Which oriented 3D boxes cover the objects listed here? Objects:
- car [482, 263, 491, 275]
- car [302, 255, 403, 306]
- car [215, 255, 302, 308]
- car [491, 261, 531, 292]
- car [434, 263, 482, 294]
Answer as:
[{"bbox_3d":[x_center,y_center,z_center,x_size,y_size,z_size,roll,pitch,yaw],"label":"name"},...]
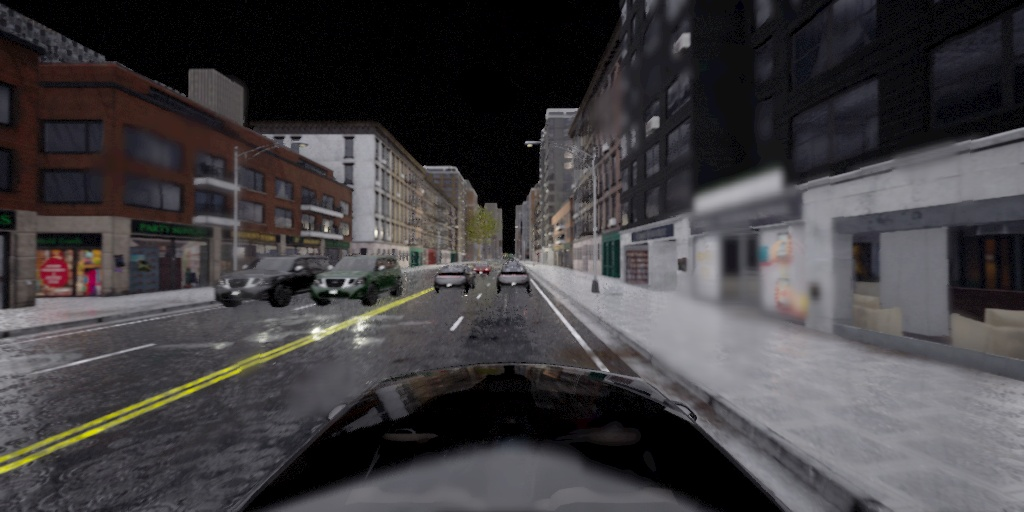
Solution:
[{"bbox_3d":[-3.168,1.386,38.737,1.895,1.301,4.718,0,0,0],"label":"car"},{"bbox_3d":[-6.600,0.981,16.024,2.150,2.045,5.566,0,0,0],"label":"car"},{"bbox_3d":[-9.848,0.981,15.586,2.150,2.045,5.566,0,0,0],"label":"car"},{"bbox_3d":[0.091,1.256,21.286,2.128,1.511,4.902,0,0,0],"label":"car"},{"bbox_3d":[-3.159,1.255,20.505,2.128,1.511,4.902,0,0,0],"label":"car"}]
